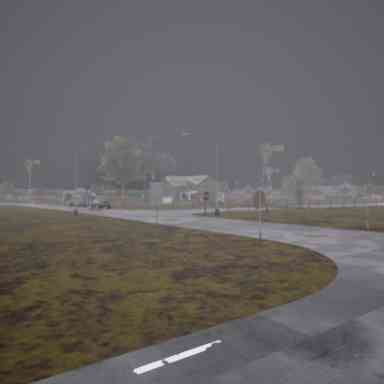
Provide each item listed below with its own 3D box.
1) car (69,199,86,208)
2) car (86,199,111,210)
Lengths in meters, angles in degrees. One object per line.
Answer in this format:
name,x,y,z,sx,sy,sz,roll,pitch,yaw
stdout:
car,-19.157,1.942,55.750,2.033,1.411,5.357,-1,0,-36
car,-13.119,1.756,47.417,1.837,1.490,4.892,-1,0,-35
